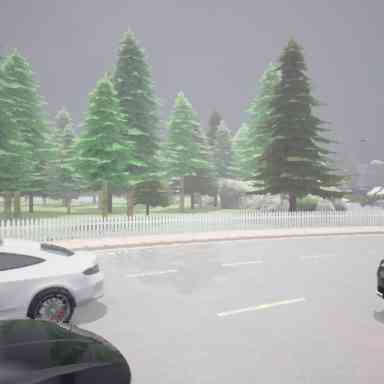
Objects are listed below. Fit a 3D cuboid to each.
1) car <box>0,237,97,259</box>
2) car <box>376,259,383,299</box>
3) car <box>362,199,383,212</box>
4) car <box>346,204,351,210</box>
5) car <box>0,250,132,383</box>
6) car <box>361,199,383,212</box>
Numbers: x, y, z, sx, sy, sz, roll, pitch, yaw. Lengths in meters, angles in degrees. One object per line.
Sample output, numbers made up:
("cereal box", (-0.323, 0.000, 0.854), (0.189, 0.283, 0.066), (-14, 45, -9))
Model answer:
("car", (-3.799, 1.526, 5.381), (4.674, 1.442, 1.812), (0, 0, -33))
("car", (5.653, 1.492, 6.125), (4.902, 1.511, 2.128), (0, 0, -23))
("car", (19.859, 1.619, 36.075), (1.994, 1.385, 4.181), (0, 0, -3))
("car", (19.290, 1.277, 45.247), (2.150, 2.045, 5.566), (0, 0, -4))
("car", (-2.700, 1.478, 1.637), (5.008, 1.535, 1.882), (0, 0, -36))
("car", (23.056, 1.581, 41.129), (1.812, 1.442, 4.674), (0, 0, -4))
